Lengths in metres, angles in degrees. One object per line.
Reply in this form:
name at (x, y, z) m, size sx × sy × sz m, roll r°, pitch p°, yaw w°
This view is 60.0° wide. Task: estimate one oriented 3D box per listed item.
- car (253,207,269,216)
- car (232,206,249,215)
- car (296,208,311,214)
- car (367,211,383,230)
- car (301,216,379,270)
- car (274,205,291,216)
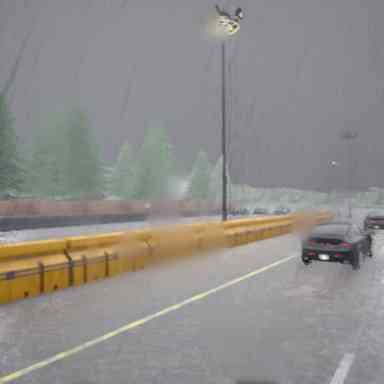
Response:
car at (11.707, 3.245, 56.243) m, size 1.994 × 1.385 × 4.181 m, roll -1°, pitch -2°, yaw 25°
car at (8.412, 3.238, 57.429) m, size 1.837 × 1.490 × 4.892 m, roll -1°, pitch -2°, yaw 25°
car at (17.490, 3.127, 52.061) m, size 1.895 × 1.301 × 4.718 m, roll -1°, pitch -2°, yaw 26°
car at (14.144, 2.216, 25.001) m, size 1.837 × 1.490 × 4.892 m, roll -1°, pitch -2°, yaw 34°
car at (5.634, 1.876, 12.644) m, size 1.837 × 1.490 × 4.892 m, roll -1°, pitch -2°, yaw 35°
car at (14.940, 2.977, 54.899) m, size 2.097 × 1.767 × 4.553 m, roll -1°, pitch -2°, yaw 25°
